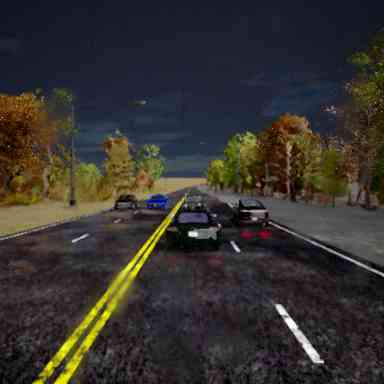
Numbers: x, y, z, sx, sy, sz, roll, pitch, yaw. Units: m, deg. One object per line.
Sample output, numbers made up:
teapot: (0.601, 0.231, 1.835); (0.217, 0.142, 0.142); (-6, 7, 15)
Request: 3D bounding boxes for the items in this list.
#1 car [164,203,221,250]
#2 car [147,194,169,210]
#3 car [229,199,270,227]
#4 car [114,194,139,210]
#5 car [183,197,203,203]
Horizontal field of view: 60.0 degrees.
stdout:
car: (0.055, 1.355, 13.211); (1.994, 1.385, 4.181); (0, 1, 0)
car: (-3.345, 0.957, 33.211); (1.882, 1.535, 5.008); (0, 1, 0)
car: (3.323, 1.178, 19.886); (2.128, 1.511, 4.902); (0, 1, 1)
car: (-6.593, 0.978, 33.716); (1.837, 1.490, 4.892); (0, 0, 0)
car: (0.058, 1.080, 31.504); (1.895, 1.301, 4.718); (-3, 2, 0)
